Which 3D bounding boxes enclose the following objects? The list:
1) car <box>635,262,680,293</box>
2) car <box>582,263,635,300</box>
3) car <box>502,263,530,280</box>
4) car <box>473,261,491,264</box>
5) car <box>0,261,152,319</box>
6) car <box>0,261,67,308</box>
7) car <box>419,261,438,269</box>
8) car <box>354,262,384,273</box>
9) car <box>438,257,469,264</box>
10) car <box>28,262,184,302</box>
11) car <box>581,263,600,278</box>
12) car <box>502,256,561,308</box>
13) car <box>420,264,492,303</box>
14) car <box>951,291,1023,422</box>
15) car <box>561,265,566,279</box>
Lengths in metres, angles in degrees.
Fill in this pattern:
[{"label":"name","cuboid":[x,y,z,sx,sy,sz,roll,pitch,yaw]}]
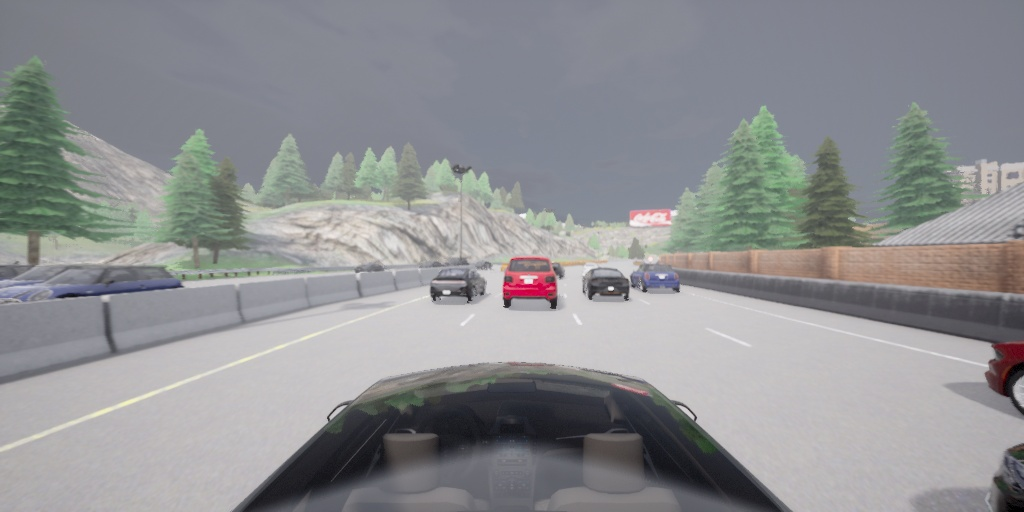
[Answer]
[{"label":"car","cuboid":[8.769,1.228,22.377,2.097,1.767,4.553,0,0,8]},{"label":"car","cuboid":[4.705,1.323,18.502,1.882,1.535,5.008,0,0,6]},{"label":"car","cuboid":[0.476,1.438,35.108,1.812,1.442,4.674,0,0,12]},{"label":"car","cuboid":[-4.709,1.499,55.695,1.837,1.490,4.892,0,0,20]},{"label":"car","cuboid":[-17.031,1.106,13.529,2.097,1.767,4.553,0,0,4]},{"label":"car","cuboid":[-20.546,1.095,13.387,2.097,1.767,4.553,0,0,4]},{"label":"car","cuboid":[-12.380,1.471,54.848,1.837,1.490,4.892,0,0,18]},{"label":"car","cuboid":[-18.486,1.473,46.558,1.994,1.385,4.181,0,0,15]},{"label":"car","cuboid":[-8.617,1.199,55.142,2.150,2.045,5.566,0,0,19]},{"label":"car","cuboid":[-13.649,1.108,11.802,2.097,1.767,4.553,0,0,4]},{"label":"car","cuboid":[8.559,1.480,38.736,1.812,1.442,4.674,0,0,14]},{"label":"car","cuboid":[0.894,1.042,15.868,2.150,2.045,5.566,0,0,6]},{"label":"car","cuboid":[-2.457,1.309,17.249,2.128,1.511,4.902,0,0,6]},{"label":"car","cuboid":[7.175,1.254,2.590,1.882,1.535,5.008,0,0,0]},{"label":"car","cuboid":[4.231,1.432,35.790,1.837,1.490,4.892,0,0,13]}]
